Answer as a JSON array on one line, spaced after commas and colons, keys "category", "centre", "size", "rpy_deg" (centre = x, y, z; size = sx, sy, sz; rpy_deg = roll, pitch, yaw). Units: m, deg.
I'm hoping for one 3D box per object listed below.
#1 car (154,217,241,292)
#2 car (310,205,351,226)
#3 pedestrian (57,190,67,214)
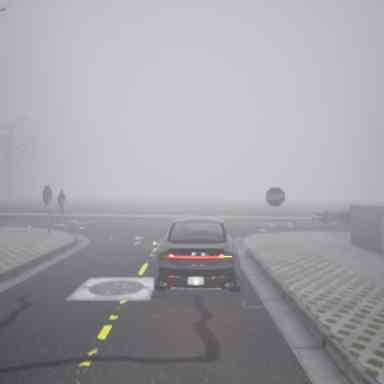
[{"category": "car", "centre": [0.182, 1.406, 8.673], "size": [1.837, 1.490, 4.892], "rpy_deg": [0, 0, 3]}, {"category": "car", "centre": [10.360, 1.514, 21.893], "size": [4.718, 1.301, 1.895], "rpy_deg": [1, 1, -1]}, {"category": "pedestrian", "centre": [-9.667, 0.727, 24.678], "size": [0.375, 1.860, 0.375], "rpy_deg": [0, 0, 0]}]
